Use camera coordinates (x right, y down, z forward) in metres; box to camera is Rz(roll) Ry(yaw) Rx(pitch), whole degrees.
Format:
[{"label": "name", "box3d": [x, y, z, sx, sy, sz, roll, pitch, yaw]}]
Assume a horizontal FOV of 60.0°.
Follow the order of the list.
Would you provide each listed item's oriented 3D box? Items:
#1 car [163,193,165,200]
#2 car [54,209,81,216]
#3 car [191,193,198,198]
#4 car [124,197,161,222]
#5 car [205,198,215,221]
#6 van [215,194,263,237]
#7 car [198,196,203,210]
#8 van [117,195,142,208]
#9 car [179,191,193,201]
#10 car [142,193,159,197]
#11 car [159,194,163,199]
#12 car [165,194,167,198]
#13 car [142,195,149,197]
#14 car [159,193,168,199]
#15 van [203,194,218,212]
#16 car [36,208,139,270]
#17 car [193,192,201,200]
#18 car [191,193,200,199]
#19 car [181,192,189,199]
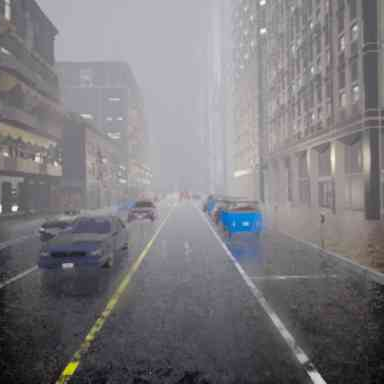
[{"label": "car", "box3d": [-7.159, 1.203, 67.334, 2.008, 1.369, 4.403, -1, 0, -1]}, {"label": "car", "box3d": [-6.020, 1.542, 16.511, 2.008, 1.369, 4.403, -1, 0, -1]}, {"label": "car", "box3d": [0.711, 0.935, 90.110, 1.802, 1.307, 4.206, -1, 0, -1]}, {"label": "car", "box3d": [-3.601, 1.408, 25.059, 1.812, 1.442, 4.674, -1, 1, -1]}, {"label": "car", "box3d": [2.231, 1.339, 22.344, 2.008, 1.369, 4.403, -1, 0, -1]}, {"label": "van", "box3d": [2.353, 1.169, 16.696, 1.690, 1.788, 3.998, -1, 0, -1]}, {"label": "car", "box3d": [1.977, 1.277, 33.638, 1.947, 1.339, 4.313, -1, 0, -1]}, {"label": "van", "box3d": [-6.404, 1.215, 33.450, 1.690, 1.788, 3.998, -1, 0, -1]}, {"label": "car", "box3d": [-1.555, 0.737, 70.842, 2.150, 2.045, 5.566, -1, 0, -1]}, {"label": "car", "box3d": [-6.784, 1.077, 50.391, 2.192, 1.841, 5.009, -1, 0, -1]}, {"label": "car", "box3d": [-7.033, 1.254, 61.687, 1.947, 1.339, 4.313, -1, 0, -1]}, {"label": "car", "box3d": [-7.410, 1.109, 78.458, 1.752, 1.417, 4.829, -1, 0, -1]}, {"label": "car", "box3d": [-6.526, 1.418, 39.099, 1.802, 1.307, 4.206, -1, 0, -1]}, {"label": "car", "box3d": [-7.666, 1.061, 89.923, 1.887, 1.381, 4.507, -1, 0, -1]}, {"label": "van", "box3d": [2.100, 1.091, 27.990, 1.690, 1.788, 3.998, -1, 0, -1]}, {"label": "car", "box3d": [-3.315, 1.525, 11.375, 2.033, 1.411, 5.357, -1, 0, -1]}, {"label": "car", "box3d": [1.091, 1.036, 73.168, 1.802, 1.307, 4.206, -1, 0, -1]}, {"label": "car", "box3d": [0.838, 0.952, 84.461, 1.947, 1.339, 4.313, -1, 0, -1]}, {"label": "car", "box3d": [-1.785, 0.790, 81.229, 1.837, 1.490, 4.892, -1, 0, -1]}]
